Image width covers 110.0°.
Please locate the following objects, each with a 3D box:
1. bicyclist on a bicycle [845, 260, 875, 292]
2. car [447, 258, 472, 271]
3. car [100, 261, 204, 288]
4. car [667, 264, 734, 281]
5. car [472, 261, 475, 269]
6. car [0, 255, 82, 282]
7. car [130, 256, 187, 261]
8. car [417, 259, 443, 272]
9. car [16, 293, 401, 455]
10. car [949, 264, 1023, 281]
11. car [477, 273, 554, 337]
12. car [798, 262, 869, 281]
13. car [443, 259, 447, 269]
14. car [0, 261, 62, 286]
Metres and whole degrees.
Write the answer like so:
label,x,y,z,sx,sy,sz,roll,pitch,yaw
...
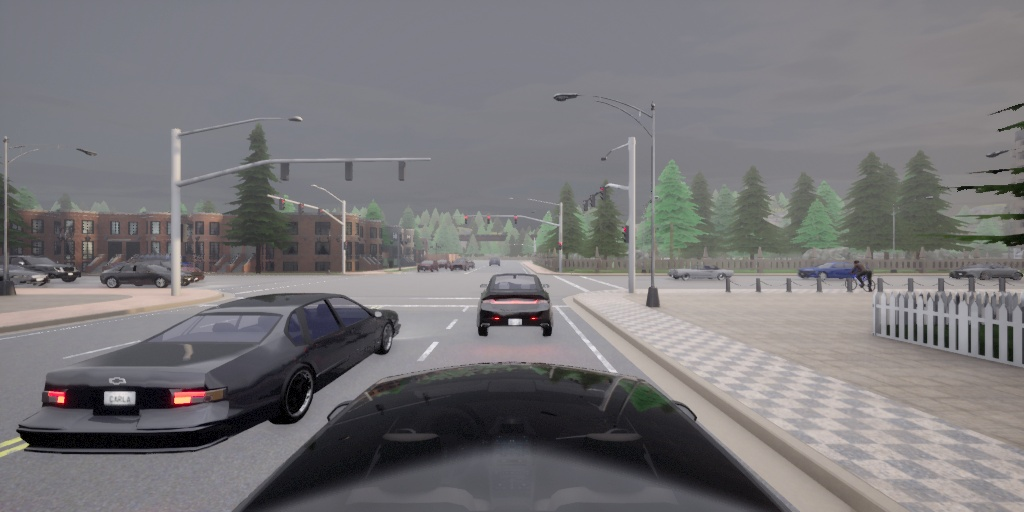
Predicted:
label,x,y,z,sx,sy,sz,roll,pitch,yaw
bicyclist on a bicycle,18.248,1.052,18.826,0.582,1.620,1.656,0,0,0
car,-7.065,1.102,48.928,2.097,1.767,4.553,0,0,0
car,-23.190,1.255,22.950,4.892,1.490,1.837,0,0,-3
car,15.560,1.351,29.812,4.718,1.301,1.895,0,0,0
car,-7.064,1.314,57.566,1.994,1.385,4.181,0,0,0
car,-35.173,0.971,26.036,5.566,2.045,2.150,0,0,-6
car,-25.593,1.102,26.433,4.553,1.767,2.097,0,0,-2
car,-10.581,1.228,45.534,1.882,1.535,5.008,0,0,0
car,-3.437,1.297,5.669,2.033,1.411,5.357,0,0,0
car,39.231,1.313,29.766,4.181,1.385,1.994,0,0,0
car,0.081,1.242,10.337,2.128,1.511,4.902,0,0,0
car,26.629,1.228,29.801,5.008,1.535,1.882,0,0,0
car,-10.585,1.228,54.985,1.882,1.535,5.008,0,0,0
car,-32.555,1.242,22.709,4.902,1.511,2.128,0,0,-4
